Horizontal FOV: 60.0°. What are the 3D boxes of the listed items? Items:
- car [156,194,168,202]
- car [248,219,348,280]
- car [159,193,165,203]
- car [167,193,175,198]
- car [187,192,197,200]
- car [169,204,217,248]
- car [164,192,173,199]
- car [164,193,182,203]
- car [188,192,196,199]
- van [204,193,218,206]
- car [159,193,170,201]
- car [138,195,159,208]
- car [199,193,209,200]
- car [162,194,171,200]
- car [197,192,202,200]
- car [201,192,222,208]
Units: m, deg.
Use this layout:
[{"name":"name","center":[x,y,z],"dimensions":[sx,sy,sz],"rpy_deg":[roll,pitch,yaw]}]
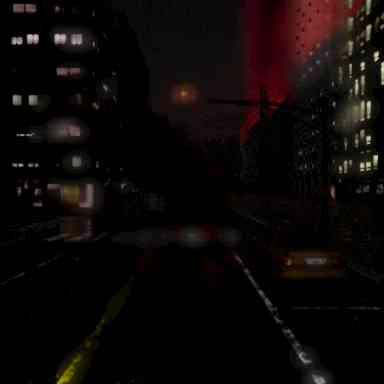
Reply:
[{"name":"car","center":[-5.700,1.099,63.866],"dimensions":[1.887,1.381,4.507],"rpy_deg":[0,0,0]},{"name":"car","center":[2.685,1.451,9.520],"dimensions":[1.752,1.417,4.829],"rpy_deg":[0,0,0]},{"name":"car","center":[-5.700,1.139,58.341],"dimensions":[2.008,1.369,4.403],"rpy_deg":[0,0,0]},{"name":"car","center":[-5.703,0.921,91.330],"dimensions":[1.752,1.417,4.829],"rpy_deg":[0,0,0]},{"name":"car","center":[-0.008,1.015,70.537],"dimensions":[1.837,1.490,4.892],"rpy_deg":[0,0,0]},{"name":"car","center":[0.055,1.425,14.167],"dimensions":[1.812,1.442,4.674],"rpy_deg":[0,0,0]},{"name":"car","center":[-5.703,0.897,80.446],"dimensions":[1.967,1.590,4.097],"rpy_deg":[0,0,0]},{"name":"car","center":[-3.077,1.132,55.394],"dimensions":[1.812,1.442,4.674],"rpy_deg":[0,0,0]},{"name":"car","center":[-0.008,0.845,80.954],"dimensions":[1.882,1.535,5.008],"rpy_deg":[0,0,0]},{"name":"van","center":[2.680,0.999,47.287],"dimensions":[1.690,1.788,3.998],"rpy_deg":[0,0,0]},{"name":"car","center":[-5.702,0.962,69.393],"dimensions":[1.967,1.590,4.097],"rpy_deg":[0,0,0]},{"name":"car","center":[-5.698,1.245,41.761],"dimensions":[2.008,1.369,4.403],"rpy_deg":[0,0,0]},{"name":"car","center":[2.679,1.034,74.921],"dimensions":[1.887,1.381,4.507],"rpy_deg":[0,0,0]},{"name":"car","center":[-5.701,1.071,74.921],"dimensions":[1.802,1.307,4.206],"rpy_deg":[0,0,0]},{"name":"car","center":[2.679,0.870,63.866],"dimensions":[2.192,1.841,5.009],"rpy_deg":[0,0,0]},{"name":"car","center":[2.681,1.010,41.761],"dimensions":[2.192,1.841,5.009],"rpy_deg":[0,0,0]}]
